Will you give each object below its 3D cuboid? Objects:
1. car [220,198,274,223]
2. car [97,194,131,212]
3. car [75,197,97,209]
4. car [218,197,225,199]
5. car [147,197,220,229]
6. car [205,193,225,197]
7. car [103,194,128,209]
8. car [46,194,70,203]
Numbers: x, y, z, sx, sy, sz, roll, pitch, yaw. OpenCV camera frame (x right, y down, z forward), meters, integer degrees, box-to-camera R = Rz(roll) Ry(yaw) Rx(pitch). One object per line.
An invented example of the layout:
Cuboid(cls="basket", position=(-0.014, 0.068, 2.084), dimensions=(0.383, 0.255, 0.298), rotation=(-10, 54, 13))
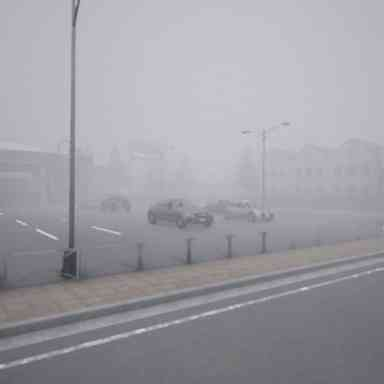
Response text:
Cuboid(cls="car", position=(4.159, 1.413, 24.644), dimensions=(1.970, 1.475, 3.806), rotation=(1, 0, -36))
Cuboid(cls="car", position=(-8.423, 1.247, 36.622), dimensions=(1.932, 1.855, 4.605), rotation=(1, 0, -36))
Cuboid(cls="car", position=(-13.384, 1.510, 43.499), dimensions=(1.970, 1.475, 3.806), rotation=(1, 0, -36))
Cuboid(cls="car", position=(3.042, 1.513, 32.508), dimensions=(2.007, 1.523, 4.514), rotation=(1, 0, -36))
Cuboid(cls="car", position=(-0.875, 1.274, 20.651), dimensions=(2.152, 1.636, 5.027), rotation=(1, 0, -36))
Cuboid(cls="car", position=(4.317, 1.224, 57.356), dimensions=(2.150, 2.045, 5.566), rotation=(1, 0, -35))
Cuboid(cls="car", position=(-10.321, 1.257, 44.935), dimensions=(1.905, 1.878, 3.866), rotation=(1, 0, -36))
Cuboid(cls="car", position=(-29.640, 1.665, 72.919), dimensions=(4.611, 1.667, 2.242), rotation=(1, 0, -36))
